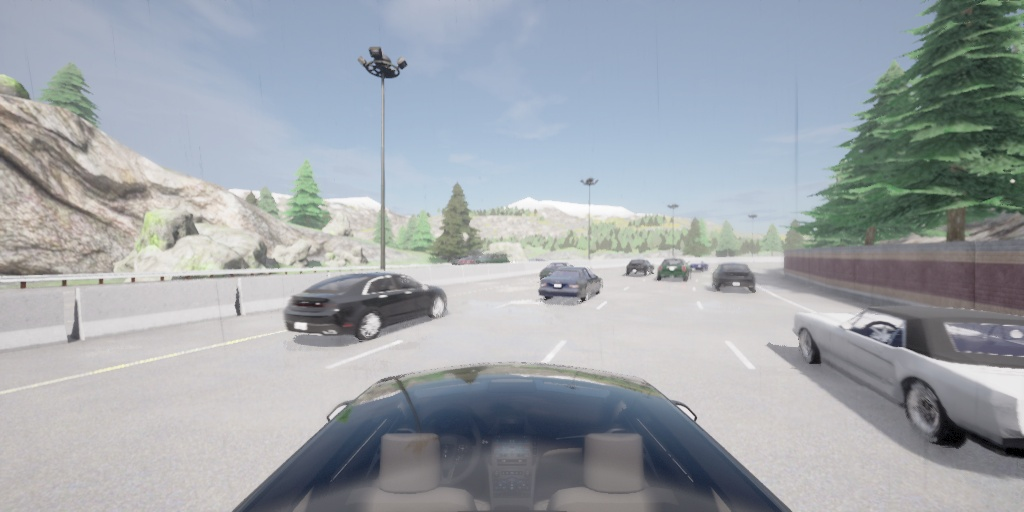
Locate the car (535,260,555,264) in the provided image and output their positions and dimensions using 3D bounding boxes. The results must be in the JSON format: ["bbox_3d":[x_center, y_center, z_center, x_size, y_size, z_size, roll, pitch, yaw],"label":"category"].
[{"bbox_3d":[3.511,1.153,25.733,1.994,1.385,4.181,0,0,27],"label":"car"}]

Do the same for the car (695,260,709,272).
[{"bbox_3d":[20.863,1.121,40.353,1.895,1.301,4.718,0,0,36],"label":"car"}]

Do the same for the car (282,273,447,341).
[{"bbox_3d":[-3.594,1.192,9.800,1.837,1.490,4.892,0,1,20],"label":"car"}]

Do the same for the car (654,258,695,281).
[{"bbox_3d":[12.659,0.943,27.831,2.097,1.767,4.553,0,0,30],"label":"car"}]

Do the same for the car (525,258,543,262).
[{"bbox_3d":[2.855,0.996,45.504,2.033,1.411,5.357,0,0,34],"label":"car"}]

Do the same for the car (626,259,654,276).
[{"bbox_3d":[12.118,1.053,33.747,1.837,1.490,4.892,0,0,32],"label":"car"}]

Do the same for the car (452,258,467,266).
[{"bbox_3d":[-5.079,0.781,46.137,2.097,1.767,4.553,0,1,33],"label":"car"}]

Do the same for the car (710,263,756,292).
[{"bbox_3d":[12.705,1.149,20.693,1.837,1.490,4.892,0,1,27],"label":"car"}]

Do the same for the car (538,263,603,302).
[{"bbox_3d":[2.831,1.200,16.424,2.033,1.411,5.357,0,0,24],"label":"car"}]

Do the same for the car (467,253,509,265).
[{"bbox_3d":[-2.511,0.671,43.726,2.150,2.045,5.566,0,1,33],"label":"car"}]

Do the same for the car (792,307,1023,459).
[{"bbox_3d":[5.714,1.340,4.817,1.895,1.301,4.718,0,0,20],"label":"car"}]

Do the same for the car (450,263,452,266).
[{"bbox_3d":[-6.292,0.942,50.705,2.033,1.411,5.357,0,0,34],"label":"car"}]
